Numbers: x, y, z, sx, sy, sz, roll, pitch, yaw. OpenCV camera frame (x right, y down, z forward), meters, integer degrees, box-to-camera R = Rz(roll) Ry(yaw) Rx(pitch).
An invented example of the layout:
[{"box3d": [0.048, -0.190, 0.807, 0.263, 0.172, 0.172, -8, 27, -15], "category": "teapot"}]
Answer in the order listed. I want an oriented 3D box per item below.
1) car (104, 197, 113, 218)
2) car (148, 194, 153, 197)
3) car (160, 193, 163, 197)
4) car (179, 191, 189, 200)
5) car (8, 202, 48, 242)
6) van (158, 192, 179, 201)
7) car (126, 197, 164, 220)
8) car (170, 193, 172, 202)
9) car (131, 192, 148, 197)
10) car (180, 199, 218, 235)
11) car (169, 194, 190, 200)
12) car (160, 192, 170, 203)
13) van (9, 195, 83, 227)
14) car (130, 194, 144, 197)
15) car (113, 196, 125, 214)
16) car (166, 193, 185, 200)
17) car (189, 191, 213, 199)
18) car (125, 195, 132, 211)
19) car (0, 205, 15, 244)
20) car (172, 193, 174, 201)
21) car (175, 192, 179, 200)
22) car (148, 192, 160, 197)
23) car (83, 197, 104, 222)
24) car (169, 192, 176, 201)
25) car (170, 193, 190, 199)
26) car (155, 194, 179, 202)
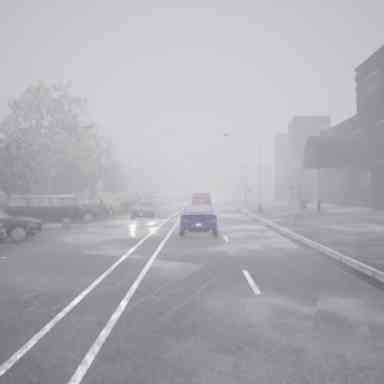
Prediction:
[{"box3d": [-8.922, 1.252, 26.570, 4.553, 1.767, 2.185, -1, 0, -18], "category": "car"}, {"box3d": [-8.073, 1.372, 44.374, 4.674, 1.452, 2.002, -1, 0, -17], "category": "car"}, {"box3d": [-7.469, 1.361, 53.264, 4.674, 1.452, 2.002, -1, 0, -16], "category": "car"}, {"box3d": [-0.773, 1.037, 69.298, 2.150, 2.045, 5.566, 0, 0, 5], "category": "car"}, {"box3d": [-9.313, 1.427, 14.692, 5.008, 1.535, 2.097, -1, 0, -19], "category": "car"}, {"box3d": [-5.460, 1.081, 76.860, 4.442, 1.987, 1.878, -1, 0, -14], "category": "van"}, {"box3d": [-3.689, 1.392, 26.982, 1.837, 1.490, 4.892, 0, 0, 2], "category": "car"}, {"box3d": [-6.756, 1.357, 62.146, 4.674, 1.452, 2.002, -1, 0, -15], "category": "car"}, {"box3d": [-8.217, 1.211, 41.409, 4.553, 1.767, 2.185, -1, 0, -17], "category": "car"}, {"box3d": [0.381, 1.399, 18.324, 1.882, 1.535, 5.008, 0, 0, 1], "category": "car"}, {"box3d": [-3.452, 1.248, 91.696, 5.366, 1.575, 1.946, -1, 0, -13], "category": "car"}, {"box3d": [-7.064, 1.313, 56.277, 5.366, 1.575, 1.946, -1, 0, -16], "category": "car"}, {"box3d": [-9.266, 1.177, 20.584, 4.442, 1.987, 1.878, -1, 1, -18], "category": "van"}, {"box3d": [-8.421, 1.345, 38.443, 4.892, 1.521, 2.231, -1, 0, -17], "category": "car"}, {"box3d": [-8.829, 1.368, 29.533, 5.008, 1.535, 2.097, -1, 0, -18], "category": "car"}, {"box3d": [-4.323, 1.153, 85.757, 4.553, 1.767, 2.185, -1, 0, -13], "category": "car"}, {"box3d": [1.120, 1.074, 37.167, 2.150, 2.045, 5.566, 0, 0, 3], "category": "car"}, {"box3d": [-8.676, 1.388, 32.513, 4.792, 1.488, 2.163, -1, 0, -18], "category": "car"}, {"box3d": [-9.356, 1.440, 11.714, 5.008, 1.535, 2.097, -1, 1, -19], "category": "car"}, {"box3d": [-6.477, 1.357, 65.087, 4.674, 1.452, 2.002, 0, -1, -15], "category": "car"}, {"box3d": [-6.129, 1.314, 70.936, 5.366, 1.575, 1.946, -1, 0, -15], "category": "car"}, {"box3d": [-7.912, 1.076, 47.324, 5.566, 2.045, 2.435, -1, 0, -16], "category": "car"}, {"box3d": [-9.067, 1.389, 23.601, 5.008, 1.535, 2.097, -1, 0, -18], "category": "car"}, {"box3d": [-6.223, 1.357, 68.024, 4.674, 1.452, 2.002, -1, 0, -15], "category": "car"}, {"box3d": [-3.440, 1.238, 94.558, 5.366, 1.575, 1.946, -1, 1, -13], "category": "car"}, {"box3d": [-5.646, 1.310, 73.936, 5.008, 1.535, 2.097, -1, 0, -14], "category": "car"}]
